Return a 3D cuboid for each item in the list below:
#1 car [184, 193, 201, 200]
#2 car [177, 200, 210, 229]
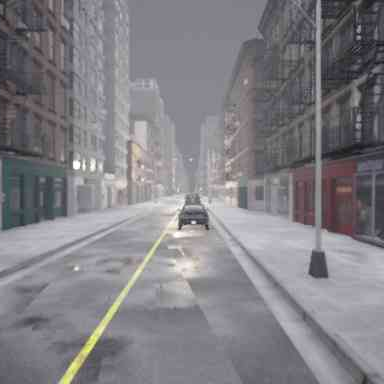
[{"bbox_3d":[0.087,1.179,44.940,2.150,2.045,5.566,0,0,0],"label":"car"},{"bbox_3d":[0.094,1.488,21.429,1.837,1.490,4.892,0,0,0],"label":"car"}]
